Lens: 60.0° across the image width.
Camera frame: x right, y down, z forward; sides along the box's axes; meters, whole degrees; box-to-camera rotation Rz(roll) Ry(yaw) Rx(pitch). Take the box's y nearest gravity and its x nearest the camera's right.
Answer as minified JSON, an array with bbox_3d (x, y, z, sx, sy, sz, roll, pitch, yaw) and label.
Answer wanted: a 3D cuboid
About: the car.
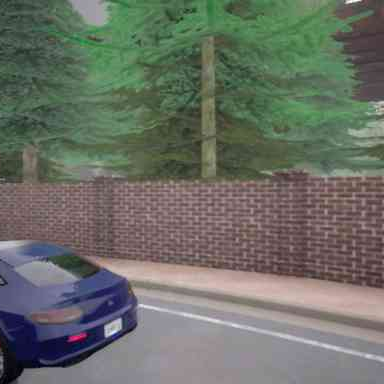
[{"bbox_3d":[-2.992,1.489,5.152,4.674,1.442,1.812,0,1,28],"label":"car"}]
